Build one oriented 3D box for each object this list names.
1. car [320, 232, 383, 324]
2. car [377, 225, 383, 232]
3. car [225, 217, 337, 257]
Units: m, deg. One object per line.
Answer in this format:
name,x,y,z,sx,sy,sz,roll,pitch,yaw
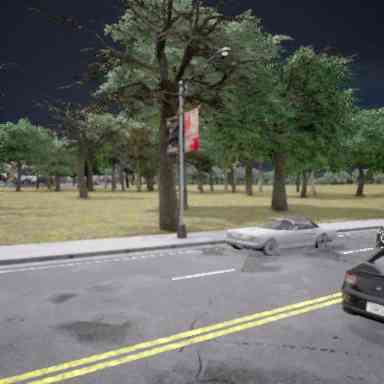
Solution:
car,4.672,1.574,6.138,4.674,1.442,1.812,0,0,-32
car,9.361,1.450,13.177,4.553,1.767,2.097,0,0,-32
car,3.627,1.685,13.403,4.718,1.301,1.895,0,0,-32
